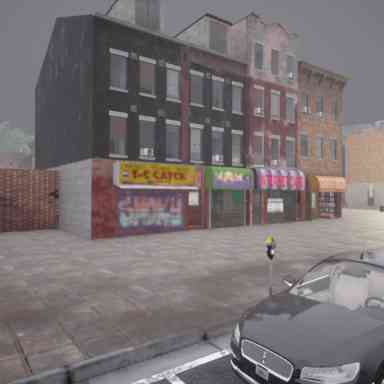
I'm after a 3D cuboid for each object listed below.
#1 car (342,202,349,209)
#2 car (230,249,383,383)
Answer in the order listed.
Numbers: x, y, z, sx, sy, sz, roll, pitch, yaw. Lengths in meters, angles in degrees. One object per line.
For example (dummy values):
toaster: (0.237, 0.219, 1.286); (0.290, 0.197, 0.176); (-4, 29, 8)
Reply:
car: (16.891, 1.422, 42.120); (2.033, 1.411, 5.357); (0, 0, -36)
car: (2.474, 1.553, 4.562); (4.403, 1.369, 2.008); (0, 0, -35)
